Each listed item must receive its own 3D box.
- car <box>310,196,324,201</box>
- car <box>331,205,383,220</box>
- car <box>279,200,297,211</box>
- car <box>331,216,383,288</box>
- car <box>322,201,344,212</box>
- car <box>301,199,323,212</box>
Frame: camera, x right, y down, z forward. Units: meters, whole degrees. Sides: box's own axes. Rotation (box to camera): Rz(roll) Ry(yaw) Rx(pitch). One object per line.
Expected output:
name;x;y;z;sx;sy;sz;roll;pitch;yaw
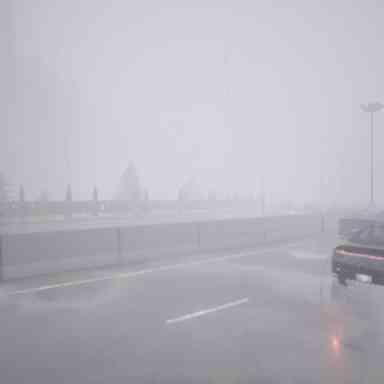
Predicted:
car;29.403;1.898;78.549;2.150;2.045;5.566;0;-1;6
car;9.103;1.610;16.820;1.882;1.535;5.008;0;-1;44
car;14.077;1.907;48.569;1.882;1.535;5.008;0;-1;25
car;5.325;1.556;8.374;4.902;1.511;2.128;1;0;-41
car;17.086;1.916;39.351;1.994;1.385;4.181;0;-1;29
car;15.857;1.994;44.249;1.895;1.301;4.718;0;-1;27
